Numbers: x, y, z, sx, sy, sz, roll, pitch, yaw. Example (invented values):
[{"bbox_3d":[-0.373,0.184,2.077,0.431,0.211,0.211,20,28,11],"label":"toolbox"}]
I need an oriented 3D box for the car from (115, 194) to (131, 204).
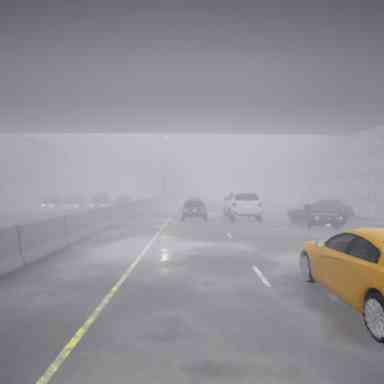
[{"bbox_3d":[-10.387,1.023,50.408,1.812,1.442,4.674,0,0,1],"label":"car"}]

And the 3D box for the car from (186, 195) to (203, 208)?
[{"bbox_3d":[0.223,1.153,41.043,1.994,1.385,4.181,0,0,-2],"label":"car"}]

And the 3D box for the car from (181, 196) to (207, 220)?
[{"bbox_3d":[0.176,1.295,25.128,2.033,1.411,5.357,0,1,0],"label":"car"}]

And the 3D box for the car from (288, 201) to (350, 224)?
[{"bbox_3d":[7.162,1.402,19.659,1.895,1.301,4.718,0,1,0],"label":"car"}]

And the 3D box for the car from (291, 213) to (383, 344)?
[{"bbox_3d":[3.620,1.413,6.297,1.882,1.535,5.008,0,0,0],"label":"car"}]

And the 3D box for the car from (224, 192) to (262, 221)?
[{"bbox_3d":[3.666,0.975,24.572,2.150,2.045,5.566,0,1,0],"label":"car"}]

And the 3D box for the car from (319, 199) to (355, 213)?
[{"bbox_3d":[10.678,1.285,26.007,2.033,1.411,5.357,0,1,0],"label":"car"}]

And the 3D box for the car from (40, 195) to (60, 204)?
[{"bbox_3d":[-20.895,1.071,49.682,1.994,1.385,4.181,0,0,1],"label":"car"}]

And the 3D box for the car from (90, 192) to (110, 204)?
[{"bbox_3d":[-13.888,0.850,50.391,2.097,1.767,4.553,0,1,0],"label":"car"}]

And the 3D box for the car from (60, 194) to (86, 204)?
[{"bbox_3d":[-17.396,1.014,49.655,1.837,1.490,4.892,0,0,1],"label":"car"}]
